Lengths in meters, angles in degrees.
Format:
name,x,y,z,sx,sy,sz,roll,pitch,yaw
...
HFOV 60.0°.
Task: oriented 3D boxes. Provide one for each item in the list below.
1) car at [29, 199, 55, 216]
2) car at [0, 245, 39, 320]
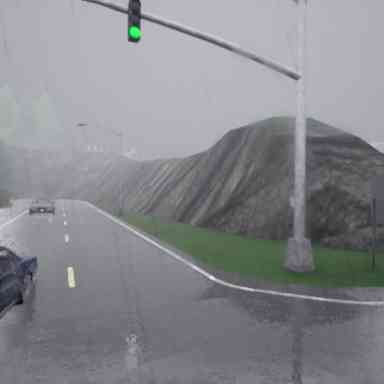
name,x,y,z,sx,sy,sz,roll,pitch,yaw
car,-13.211,1.306,29.506,1.994,1.385,4.181,0,1,-21
car,-3.947,1.603,5.252,1.895,1.301,4.718,0,-1,-12
